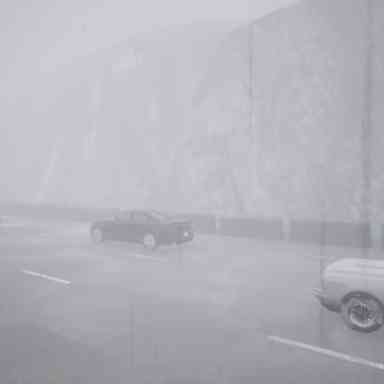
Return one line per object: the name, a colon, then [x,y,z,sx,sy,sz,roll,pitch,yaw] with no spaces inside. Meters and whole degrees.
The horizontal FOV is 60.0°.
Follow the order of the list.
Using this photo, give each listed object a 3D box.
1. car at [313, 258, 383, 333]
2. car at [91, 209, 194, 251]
car: [4.450,1.600,5.116,4.718,1.301,1.895,0,0,36]
car: [-2.242,1.457,14.194,5.008,1.535,1.882,0,0,36]
